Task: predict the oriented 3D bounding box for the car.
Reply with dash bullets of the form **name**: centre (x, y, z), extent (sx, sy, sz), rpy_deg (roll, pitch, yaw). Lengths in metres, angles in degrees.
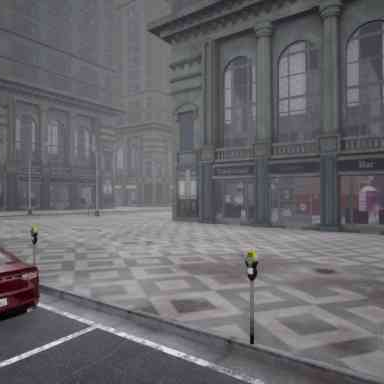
- **car**: centre (-4.713, 1.546, 6.316), extent (4.507, 1.381, 1.887), rpy_deg (0, 0, 35)
